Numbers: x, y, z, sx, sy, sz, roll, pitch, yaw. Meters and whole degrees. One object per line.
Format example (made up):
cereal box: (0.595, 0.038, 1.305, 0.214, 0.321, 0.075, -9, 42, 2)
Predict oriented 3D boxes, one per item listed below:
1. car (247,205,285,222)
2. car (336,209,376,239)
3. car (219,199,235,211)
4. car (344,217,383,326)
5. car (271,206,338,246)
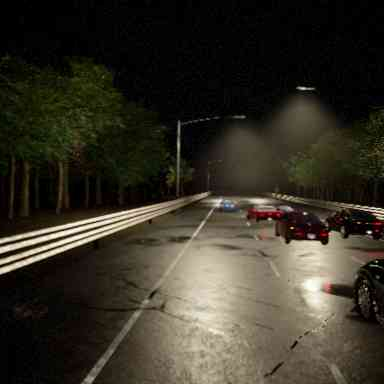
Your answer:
car: (5.857, 1.780, 27.632, 1.895, 1.301, 4.718, 0, 0, -2)
car: (9.044, 1.752, 18.915, 1.837, 1.490, 4.892, 1, 0, 6)
car: (4.355, 1.582, 40.934, 2.033, 1.411, 5.357, 1, 1, 6)
car: (3.979, 1.454, 4.471, 2.097, 1.767, 4.553, 1, 0, 6)
car: (5.210, 1.676, 16.108, 1.812, 1.442, 4.674, 1, 0, 6)
